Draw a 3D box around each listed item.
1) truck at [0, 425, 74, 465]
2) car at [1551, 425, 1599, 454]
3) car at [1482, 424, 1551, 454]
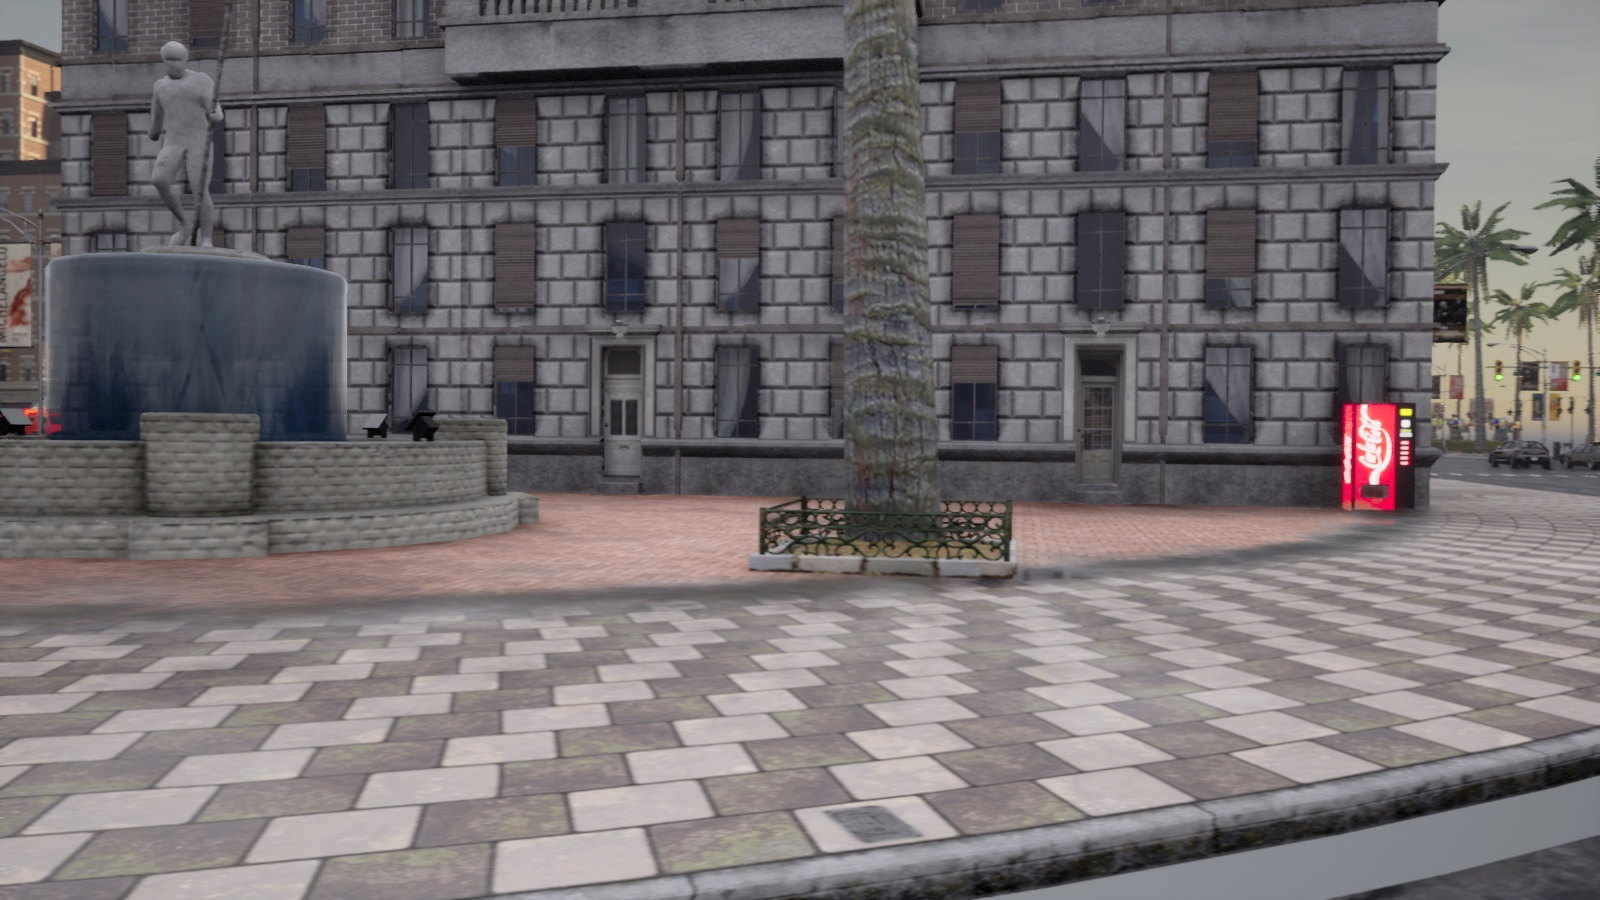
[{"bbox_3d":[-49.802,-0.333,80.374,5.204,2.467,2.627,-1,1,10],"label":"truck"},{"bbox_3d":[40.652,-0.577,64.269,2.033,1.411,5.357,0,1,11],"label":"car"},{"bbox_3d":[37.326,-0.592,65.526,1.816,1.474,4.193,0,1,11],"label":"car"}]
